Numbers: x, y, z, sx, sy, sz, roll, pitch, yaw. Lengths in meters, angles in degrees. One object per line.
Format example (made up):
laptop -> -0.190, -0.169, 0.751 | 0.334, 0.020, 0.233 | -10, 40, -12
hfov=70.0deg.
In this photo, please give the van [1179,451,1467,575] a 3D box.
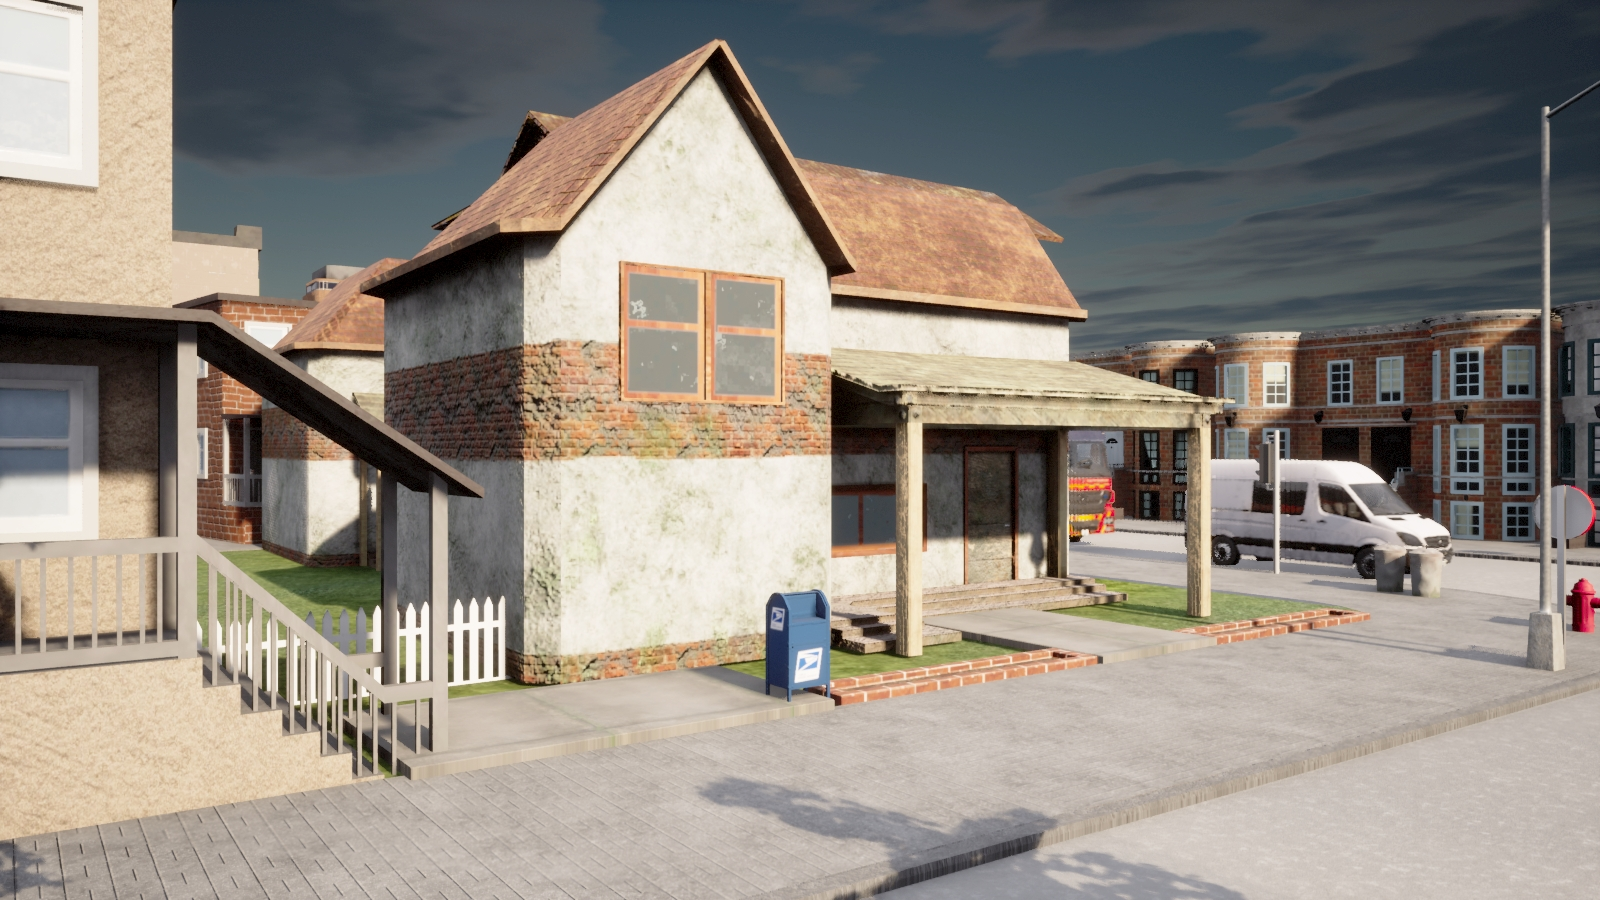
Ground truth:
van -> 11.979, 1.304, 26.668 | 1.988, 2.561, 5.915 | 0, 0, -35
